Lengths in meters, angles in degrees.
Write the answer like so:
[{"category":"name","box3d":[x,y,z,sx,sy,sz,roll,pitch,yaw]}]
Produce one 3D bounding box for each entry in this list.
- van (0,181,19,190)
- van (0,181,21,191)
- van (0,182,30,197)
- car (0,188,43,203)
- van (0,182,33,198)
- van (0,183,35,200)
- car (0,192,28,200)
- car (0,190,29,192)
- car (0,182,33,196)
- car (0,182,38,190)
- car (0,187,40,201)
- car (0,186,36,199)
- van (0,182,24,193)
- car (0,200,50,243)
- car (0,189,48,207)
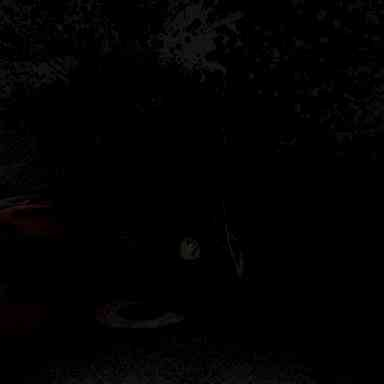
[{"category":"van","box3d":[-42.937,-1.436,77.474,4.442,1.987,1.878,1,1,-30]},{"category":"van","box3d":[-39.962,-1.255,72.789,4.442,1.987,1.878,1,1,-30]},{"category":"van","box3d":[-26.254,-0.369,48.587,4.442,1.987,1.878,1,1,-30]},{"category":"car","box3d":[-19.280,0.348,36.793,4.792,1.488,2.163,1,2,-30]},{"category":"van","box3d":[-24.668,-0.276,46.306,4.442,1.987,1.878,1,1,-30]},{"category":"van","box3d":[-22.085,-0.099,41.384,4.442,1.987,1.878,1,1,-30]},{"category":"car","box3d":[-8.202,1.086,17.614,4.553,1.767,2.185,1,2,-30]},{"category":"car","box3d":[-12.483,0.872,24.592,5.366,1.575,1.946,1,2,-30]},{"category":"car","box3d":[-27.561,-0.481,51.028,5.566,2.045,2.435,1,1,-30]},{"category":"car","box3d":[-15.057,0.402,29.486,5.566,2.045,2.435,1,2,-30]},{"category":"car","box3d":[-20.599,0.252,39.077,4.792,1.488,2.163,1,1,-30]},{"category":"car","box3d":[-23.386,0.036,43.857,5.008,1.535,2.097,1,1,-30]},{"category":"van","box3d":[-34.423,-0.900,63.198,4.442,1.987,1.878,1,1,-30]},{"category":"car","box3d":[-6.853,1.323,15.201,5.008,1.535,2.097,1,2,-30]},{"category":"car","box3d":[-16.499,0.569,31.862,4.792,1.488,2.163,1,2,-30]}]
